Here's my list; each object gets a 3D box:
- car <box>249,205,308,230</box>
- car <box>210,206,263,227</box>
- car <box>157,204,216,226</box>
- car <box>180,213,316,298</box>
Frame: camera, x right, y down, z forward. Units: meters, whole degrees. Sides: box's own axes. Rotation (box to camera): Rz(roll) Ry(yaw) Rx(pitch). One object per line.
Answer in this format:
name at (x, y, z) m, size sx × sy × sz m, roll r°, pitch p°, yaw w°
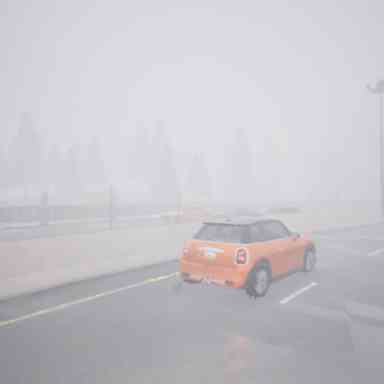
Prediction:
car at (6.479, 1.804, 24.541) m, size 4.892 × 1.490 × 1.837 m, roll 0°, pitch -1°, yaw -42°
car at (3.650, 1.902, 26.684) m, size 4.181 × 1.385 × 1.994 m, roll 0°, pitch -1°, yaw -42°
car at (-0.366, 1.845, 27.729) m, size 5.008 × 1.535 × 1.882 m, roll 0°, pitch -1°, yaw -43°
car at (1.741, 1.468, 9.196) m, size 2.097 × 1.767 × 4.553 m, roll -1°, pitch -1°, yaw 39°
